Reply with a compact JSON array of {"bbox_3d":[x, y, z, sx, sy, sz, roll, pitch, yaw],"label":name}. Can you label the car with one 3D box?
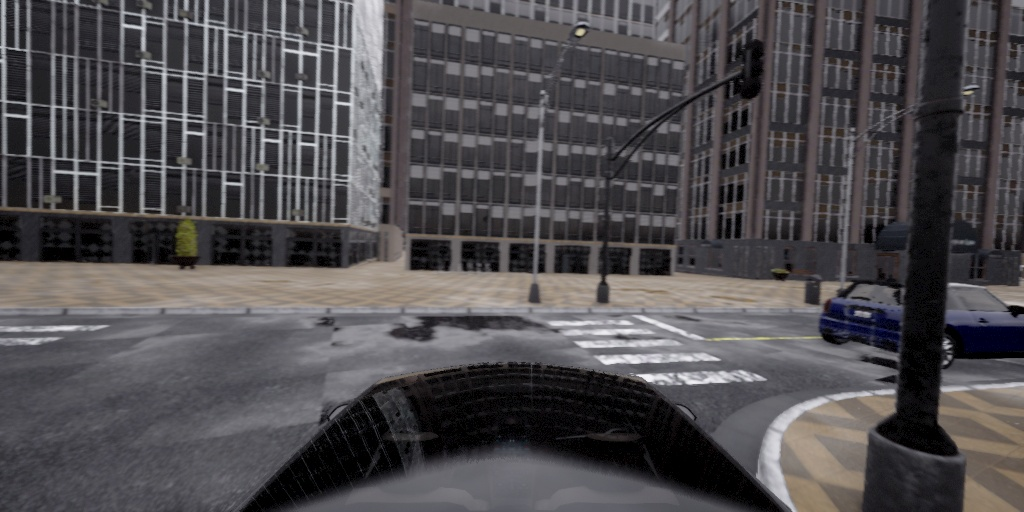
[{"bbox_3d":[9.760,1.358,8.243,4.553,1.767,2.097,2,2,-11],"label":"car"}]
